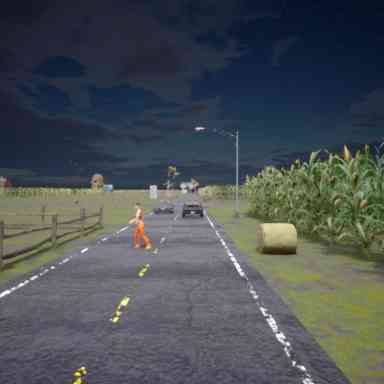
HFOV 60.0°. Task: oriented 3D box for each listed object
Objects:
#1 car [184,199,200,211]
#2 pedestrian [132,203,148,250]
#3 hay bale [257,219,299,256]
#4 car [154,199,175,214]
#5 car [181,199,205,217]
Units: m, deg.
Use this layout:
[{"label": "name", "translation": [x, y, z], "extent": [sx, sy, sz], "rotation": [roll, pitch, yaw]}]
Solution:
[{"label": "car", "translation": [0.035, 1.575, 41.155], "extent": [1.895, 1.301, 4.718], "rotation": [0, 0, 1]}, {"label": "pedestrian", "translation": [-2.028, 1.290, 12.949], "extent": [0.375, 1.860, 0.375], "rotation": [-1, 1, -5]}, {"label": "hay bale", "translation": [3.131, 1.651, 12.278], "extent": [1.220, 1.180, 1.240], "rotation": [1, 1, 0]}, {"label": "car", "translation": [-2.829, 1.485, 34.791], "extent": [1.837, 1.490, 4.892], "rotation": [0, 0, 0]}, {"label": "car", "translation": [0.078, 1.489, 30.538], "extent": [1.837, 1.490, 4.892], "rotation": [0, 0, 0]}]
